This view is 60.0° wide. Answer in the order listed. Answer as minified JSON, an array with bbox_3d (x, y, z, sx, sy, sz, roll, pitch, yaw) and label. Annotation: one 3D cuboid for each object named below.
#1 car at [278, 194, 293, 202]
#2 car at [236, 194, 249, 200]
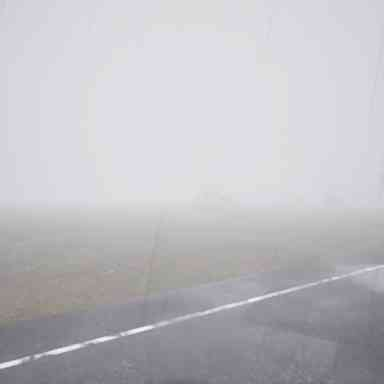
[{"bbox_3d":[19.131,1.223,69.671,2.097,1.767,4.553,0,0,-34],"label":"car"},{"bbox_3d":[11.708,1.246,80.789,2.128,1.511,4.902,0,0,-34],"label":"car"}]
